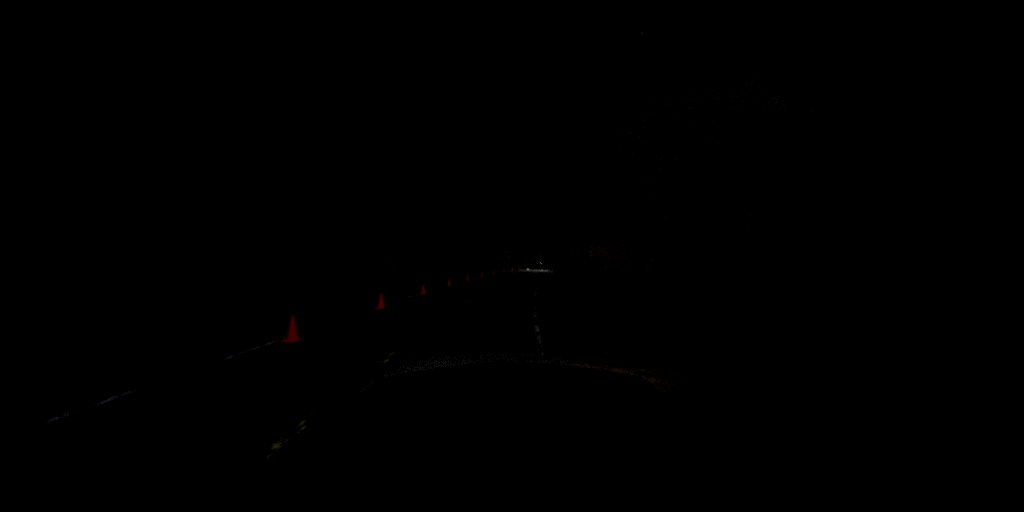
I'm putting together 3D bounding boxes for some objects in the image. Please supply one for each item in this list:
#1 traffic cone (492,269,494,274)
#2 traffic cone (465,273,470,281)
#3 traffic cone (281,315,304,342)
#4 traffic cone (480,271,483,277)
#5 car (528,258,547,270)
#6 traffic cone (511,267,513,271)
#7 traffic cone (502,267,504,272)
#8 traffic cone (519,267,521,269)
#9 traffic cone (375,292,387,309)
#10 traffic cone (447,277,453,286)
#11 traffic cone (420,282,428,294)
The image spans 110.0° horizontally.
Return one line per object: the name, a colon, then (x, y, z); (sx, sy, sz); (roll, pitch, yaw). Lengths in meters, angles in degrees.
traffic cone: (-2.000, 1.662, 38.493); (0.340, 0.580, 0.340); (0, 0, 10)
traffic cone: (-3.517, 1.659, 28.475); (0.340, 0.580, 0.340); (0, 0, 7)
traffic cone: (-5.067, 1.651, 8.279); (0.340, 0.580, 0.340); (0, 0, 2)
traffic cone: (-2.821, 1.661, 33.494); (0.340, 0.580, 0.340); (0, 0, 9)
car: (3.844, 1.084, 53.750); (2.097, 1.767, 4.553); (1, 0, 15)
traffic cone: (0.007, 1.662, 48.424); (0.340, 0.580, 0.340); (0, 0, 13)
traffic cone: (-1.058, 1.662, 43.471); (0.340, 0.580, 0.340); (0, 0, 11)
traffic cone: (1.194, 1.661, 53.349); (0.340, 0.580, 0.340); (0, 0, 14)
traffic cone: (-4.866, 1.652, 13.341); (0.340, 0.580, 0.340); (0, 0, 3)
traffic cone: (-4.091, 1.657, 23.443); (0.340, 0.580, 0.340); (0, 0, 6)
traffic cone: (-4.540, 1.654, 18.397); (0.340, 0.580, 0.340); (0, 0, 4)
